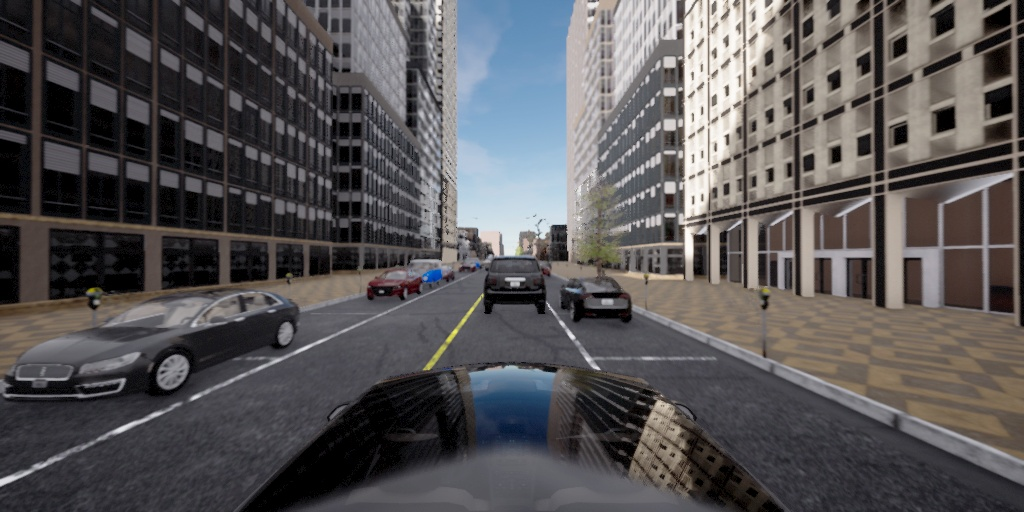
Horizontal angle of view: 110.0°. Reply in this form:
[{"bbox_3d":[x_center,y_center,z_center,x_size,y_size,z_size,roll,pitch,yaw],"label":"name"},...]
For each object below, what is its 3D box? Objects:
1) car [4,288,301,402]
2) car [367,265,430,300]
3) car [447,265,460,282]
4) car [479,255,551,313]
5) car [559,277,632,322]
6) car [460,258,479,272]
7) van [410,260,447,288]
[{"bbox_3d":[-5.692,1.309,6.501,2.007,1.370,4.403,0,0,0],"label":"car"},{"bbox_3d":[-5.694,1.325,17.885,1.888,1.381,4.507,0,0,0],"label":"car"},{"bbox_3d":[-5.697,1.381,29.270,1.802,1.307,4.207,0,0,0],"label":"car"},{"bbox_3d":[0.097,0.995,14.164,2.150,2.045,5.566,0,0,0],"label":"car"},{"bbox_3d":[2.688,1.336,12.182,1.948,1.339,4.313,0,0,0],"label":"car"},{"bbox_3d":[-5.701,1.264,46.346,1.967,1.591,4.097,0,0,0],"label":"car"},{"bbox_3d":[-5.696,1.130,23.578,1.690,1.789,3.998,0,0,0],"label":"van"}]
